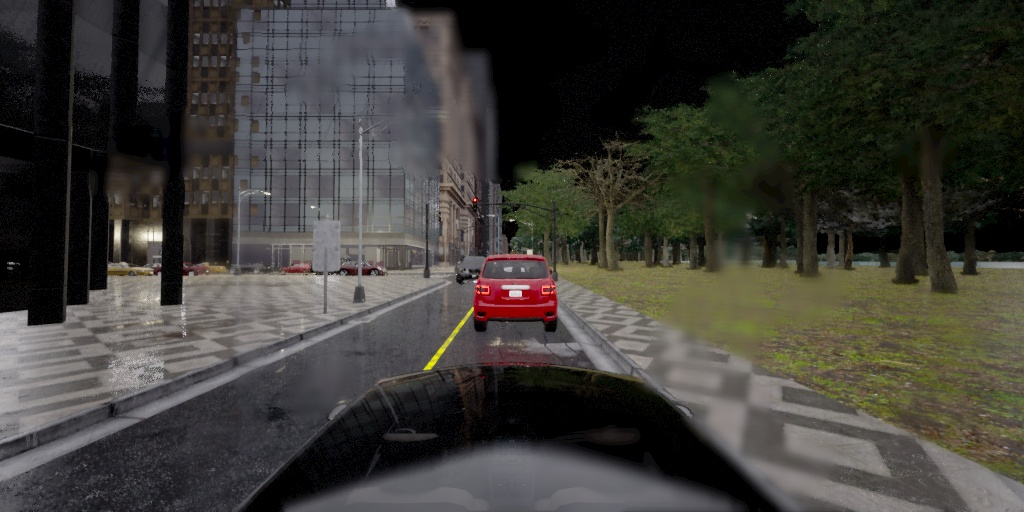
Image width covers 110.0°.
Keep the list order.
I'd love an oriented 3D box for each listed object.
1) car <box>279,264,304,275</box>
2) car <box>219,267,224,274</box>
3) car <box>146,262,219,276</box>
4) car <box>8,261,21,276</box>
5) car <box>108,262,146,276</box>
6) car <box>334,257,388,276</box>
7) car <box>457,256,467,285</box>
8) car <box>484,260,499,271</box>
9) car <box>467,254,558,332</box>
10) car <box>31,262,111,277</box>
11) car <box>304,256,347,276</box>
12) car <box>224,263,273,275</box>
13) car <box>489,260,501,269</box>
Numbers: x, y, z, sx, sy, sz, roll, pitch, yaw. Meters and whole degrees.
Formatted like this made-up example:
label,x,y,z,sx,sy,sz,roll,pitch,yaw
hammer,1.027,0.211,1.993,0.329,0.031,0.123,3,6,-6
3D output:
label,x,y,z,sx,sy,sz,roll,pitch,yaw
car,-24.436,1.505,41.195,4.207,1.307,1.802,0,0,0
car,-35.580,1.455,41.195,4.829,1.417,1.751,0,0,0
car,-29.928,1.245,32.673,4.507,1.381,1.888,0,0,0
car,-46.392,1.149,32.674,4.097,1.591,1.967,0,0,0
car,-35.246,1.229,32.673,4.829,1.417,1.751,0,0,0
car,-13.497,1.129,32.672,4.097,1.591,1.967,0,0,-1
car,-2.742,0.999,26.635,2.150,2.045,5.566,1,0,-4
car,-3.038,1.395,53.109,2.033,1.411,5.357,0,0,-3
car,0.104,0.976,11.072,2.150,2.045,5.566,0,0,0
car,-43.447,1.328,35.398,5.357,1.411,2.033,0,-2,0
car,-16.888,0.984,35.361,5.566,2.045,2.150,0,-2,0
car,-29.923,1.492,41.195,4.313,1.339,1.948,0,0,0
car,-2.973,1.453,63.153,1.994,1.385,4.181,0,0,1
